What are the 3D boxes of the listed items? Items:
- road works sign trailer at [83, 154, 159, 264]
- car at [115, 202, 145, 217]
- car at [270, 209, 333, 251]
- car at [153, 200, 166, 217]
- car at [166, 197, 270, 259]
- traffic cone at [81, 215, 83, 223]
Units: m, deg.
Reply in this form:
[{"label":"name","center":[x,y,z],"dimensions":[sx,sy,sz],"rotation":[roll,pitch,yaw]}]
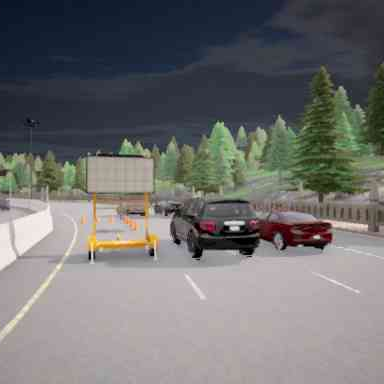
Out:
[{"label":"road works sign trailer","center":[-2.564,0.458,11.987],"dimensions":[2.380,3.560,2.880],"rotation":[0,0,-17]},{"label":"car","center":[-5.739,1.530,30.899],"dimensions":[2.033,1.411,5.357],"rotation":[0,0,-25]},{"label":"car","center":[3.872,1.468,14.333],"dimensions":[1.882,1.535,5.008],"rotation":[0,0,-14]},{"label":"car","center":[-2.274,1.486,31.524],"dimensions":[1.837,1.490,4.892],"rotation":[0,0,-24]},{"label":"car","center":[0.657,1.214,12.909],"dimensions":[2.150,2.045,5.566],"rotation":[0,0,-14]},{"label":"traffic cone","center":[-7.858,1.943,23.957],"dimensions":[0.340,0.580,0.340],"rotation":[0,0,-17]}]
